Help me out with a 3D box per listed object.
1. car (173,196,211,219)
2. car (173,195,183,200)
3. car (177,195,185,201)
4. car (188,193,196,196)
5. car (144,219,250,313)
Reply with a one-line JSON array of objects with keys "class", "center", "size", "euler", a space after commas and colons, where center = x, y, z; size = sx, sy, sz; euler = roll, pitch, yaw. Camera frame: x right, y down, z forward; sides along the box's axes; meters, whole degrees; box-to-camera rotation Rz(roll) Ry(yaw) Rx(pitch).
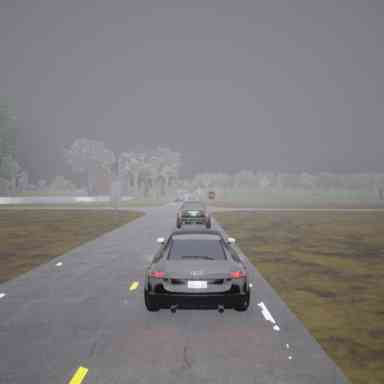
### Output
[{"class": "car", "center": [0.095, 1.353, 22.004], "size": [2.097, 1.767, 4.553], "euler": [0, 0, 0]}, {"class": "car", "center": [-2.776, 1.311, 68.154], "size": [2.097, 1.767, 4.553], "euler": [0, 0, 0]}, {"class": "car", "center": [-2.772, 1.487, 83.108], "size": [1.994, 1.385, 4.181], "euler": [0, 0, 0]}, {"class": "car", "center": [-0.024, 1.463, 90.373], "size": [1.994, 1.385, 4.181], "euler": [0, 0, 0]}, {"class": "car", "center": [0.098, 1.565, 7.740], "size": [1.994, 1.385, 4.181], "euler": [0, 0, 0]}]
